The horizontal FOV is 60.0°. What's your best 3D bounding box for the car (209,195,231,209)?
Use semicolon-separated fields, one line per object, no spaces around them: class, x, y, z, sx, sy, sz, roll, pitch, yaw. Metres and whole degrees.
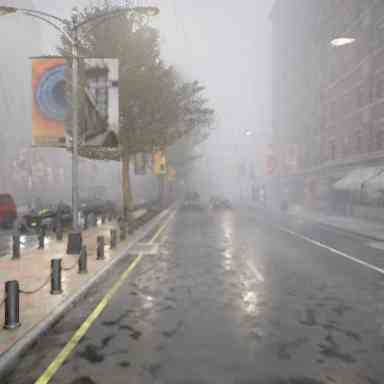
car;3.495;1.319;40.145;1.895;1.301;4.718;0;0;0

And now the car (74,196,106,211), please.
car;-11.505;1.226;37.801;2.128;1.511;4.902;0;0;0

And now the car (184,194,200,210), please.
car;-0.005;1.274;38.966;2.033;1.411;5.357;0;0;0

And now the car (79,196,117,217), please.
car;-8.004;1.340;29.529;2.033;1.411;5.357;0;0;0

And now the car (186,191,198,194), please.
car;-0.007;0.876;49.208;2.150;2.045;5.566;0;0;0

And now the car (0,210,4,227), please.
car;-8.090;1.479;9.672;2.033;1.411;5.357;0;0;0

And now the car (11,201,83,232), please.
car;-8.032;1.431;18.908;1.994;1.385;4.181;0;0;1

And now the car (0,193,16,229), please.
car;-11.540;1.097;17.683;2.150;2.045;5.566;0;0;1
